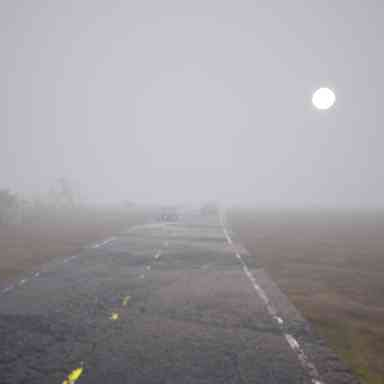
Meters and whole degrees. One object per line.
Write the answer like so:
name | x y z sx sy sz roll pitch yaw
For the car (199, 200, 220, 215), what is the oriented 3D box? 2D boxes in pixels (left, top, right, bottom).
car | 2.124 1.969 40.090 1.994 1.385 4.181 0 -1 7

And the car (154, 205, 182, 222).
car | -2.005 1.853 28.914 1.994 1.385 4.181 0 -1 4
